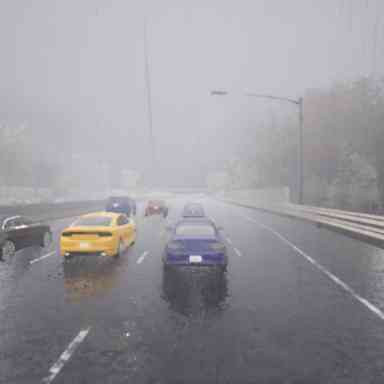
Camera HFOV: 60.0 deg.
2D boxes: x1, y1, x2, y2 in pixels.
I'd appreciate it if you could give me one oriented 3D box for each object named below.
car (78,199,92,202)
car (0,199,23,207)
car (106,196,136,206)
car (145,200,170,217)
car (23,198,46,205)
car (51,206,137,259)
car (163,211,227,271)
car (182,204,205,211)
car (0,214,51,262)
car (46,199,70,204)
[{"bbox_3d":[-17.544,1.857,54.643,2.033,1.411,5.357,0,0,1],"label":"car"},{"bbox_3d":[-28.039,1.841,52.024,2.033,1.411,5.357,0,0,1],"label":"car"},{"bbox_3d":[-6.896,1.397,32.808,2.150,2.045,5.566,0,0,0],"label":"car"},{"bbox_3d":[-3.397,1.531,33.388,2.097,1.767,4.553,0,0,0],"label":"car"},{"bbox_3d":[-24.553,1.780,53.389,1.882,1.535,5.008,0,0,0],"label":"car"},{"bbox_3d":[-3.398,1.543,12.951,1.882,1.535,5.008,0,0,0],"label":"car"},{"bbox_3d":[0.096,1.580,10.946,1.812,1.442,4.674,0,0,0],"label":"car"},{"bbox_3d":[0.103,1.697,28.486,2.033,1.411,5.357,0,0,0],"label":"car"},{"bbox_3d":[-6.899,1.553,12.289,2.128,1.511,4.902,0,0,0],"label":"car"},{"bbox_3d":[-21.059,1.828,53.447,1.812,1.442,4.674,0,0,0],"label":"car"}]
